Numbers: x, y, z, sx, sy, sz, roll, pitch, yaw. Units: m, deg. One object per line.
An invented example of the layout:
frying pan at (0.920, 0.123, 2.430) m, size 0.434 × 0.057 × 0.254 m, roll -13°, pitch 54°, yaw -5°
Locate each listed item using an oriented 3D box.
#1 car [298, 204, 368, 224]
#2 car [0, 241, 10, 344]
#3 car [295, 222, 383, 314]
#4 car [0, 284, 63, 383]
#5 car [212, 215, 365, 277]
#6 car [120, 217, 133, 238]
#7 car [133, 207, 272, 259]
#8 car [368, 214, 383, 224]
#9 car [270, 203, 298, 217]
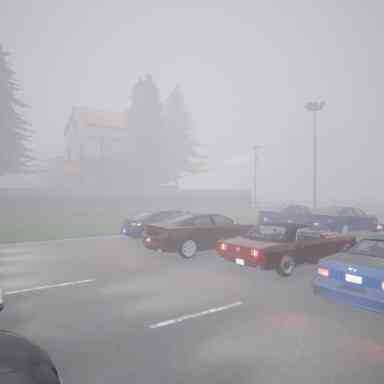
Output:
car at (8.326, 1.478, 18.307) m, size 5.008 × 1.535 × 1.882 m, roll 0°, pitch 0°, yaw -36°
car at (-5.217, 1.601, 4.450) m, size 4.718 × 1.301 × 1.895 m, roll 0°, pitch 0°, yaw -34°
car at (4.835, 1.547, 7.204) m, size 5.357 × 1.411 × 2.033 m, roll 0°, pitch 0°, yaw -35°
car at (-3.154, 1.492, 1.512) m, size 4.902 × 1.511 × 2.128 m, roll 0°, pitch 0°, yaw -35°
car at (3.114, 1.601, 10.289) m, size 4.718 × 1.301 × 1.895 m, roll 0°, pitch 0°, yaw -35°
car at (-1.087, 1.526, 15.885) m, size 4.674 × 1.442 × 1.812 m, roll 0°, pitch 0°, yaw -36°
car at (0.538, 1.478, 12.752) m, size 5.008 × 1.535 × 1.882 m, roll 0°, pitch 0°, yaw -35°
car at (10.526, 1.601, 15.576) m, size 4.718 × 1.301 × 1.895 m, roll 0°, pitch 0°, yaw -36°
car at (6.383, 1.478, 21.218) m, size 5.008 × 1.535 × 1.882 m, roll 0°, pitch 0°, yaw -36°
